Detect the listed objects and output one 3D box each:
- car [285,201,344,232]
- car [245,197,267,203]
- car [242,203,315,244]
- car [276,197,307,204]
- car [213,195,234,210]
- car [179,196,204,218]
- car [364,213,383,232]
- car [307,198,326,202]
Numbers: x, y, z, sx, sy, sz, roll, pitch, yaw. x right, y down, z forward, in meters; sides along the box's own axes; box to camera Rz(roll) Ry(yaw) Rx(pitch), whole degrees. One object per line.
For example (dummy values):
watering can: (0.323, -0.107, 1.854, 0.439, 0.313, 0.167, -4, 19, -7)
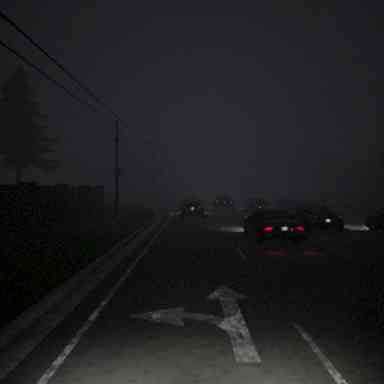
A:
car: (7.099, 1.461, 19.353, 1.994, 1.385, 4.181, 0, 0, 0)
car: (7.099, 1.308, 37.035, 1.837, 1.490, 4.892, 0, 0, 0)
car: (3.599, 1.466, 15.403, 2.033, 1.411, 5.357, 0, 0, 0)
car: (10.599, 1.284, 36.592, 1.882, 1.535, 5.008, 0, 0, 0)
car: (3.599, 1.144, 38.988, 2.097, 1.767, 4.553, 0, 0, 0)
car: (-0.037, 1.349, 28.693, 2.163, 1.488, 4.792, 0, 0, -2)
car: (10.599, 1.462, 16.237, 2.033, 1.411, 5.357, 0, 0, 0)
car: (14.099, 1.343, 38.741, 2.033, 1.411, 5.357, 0, 0, 0)
